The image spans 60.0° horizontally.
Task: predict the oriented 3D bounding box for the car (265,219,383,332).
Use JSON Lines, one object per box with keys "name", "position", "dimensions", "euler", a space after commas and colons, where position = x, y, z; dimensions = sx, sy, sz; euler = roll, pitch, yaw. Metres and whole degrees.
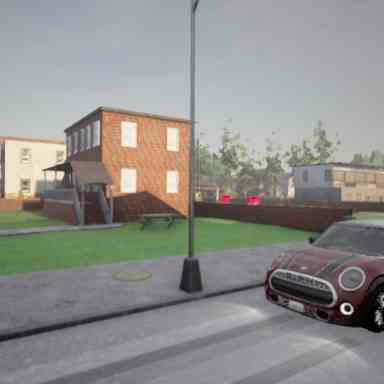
{"name": "car", "position": [3.678, 1.407, 7.035], "dimensions": [4.553, 1.767, 2.097], "euler": [1, 0, -34]}
